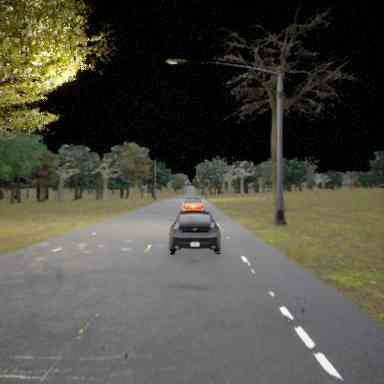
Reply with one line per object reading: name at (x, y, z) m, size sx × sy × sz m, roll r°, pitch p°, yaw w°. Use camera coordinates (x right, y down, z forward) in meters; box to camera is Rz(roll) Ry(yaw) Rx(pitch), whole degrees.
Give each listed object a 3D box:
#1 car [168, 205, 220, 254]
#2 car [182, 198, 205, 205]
car at (0.102, 1.504, 13.563) m, size 1.837 × 1.490 × 4.892 m, roll 0°, pitch 0°, yaw 0°
car at (0.104, 1.305, 30.993) m, size 2.097 × 1.767 × 4.553 m, roll 0°, pitch 0°, yaw 0°
